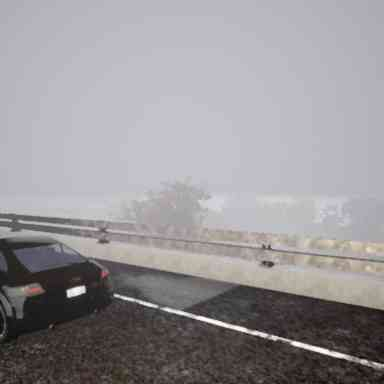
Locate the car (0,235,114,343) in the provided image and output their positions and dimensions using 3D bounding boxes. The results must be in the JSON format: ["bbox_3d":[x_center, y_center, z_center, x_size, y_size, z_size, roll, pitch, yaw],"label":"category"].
[{"bbox_3d":[-3.484,1.564,6.509,4.181,1.385,1.994,0,0,36],"label":"car"}]
